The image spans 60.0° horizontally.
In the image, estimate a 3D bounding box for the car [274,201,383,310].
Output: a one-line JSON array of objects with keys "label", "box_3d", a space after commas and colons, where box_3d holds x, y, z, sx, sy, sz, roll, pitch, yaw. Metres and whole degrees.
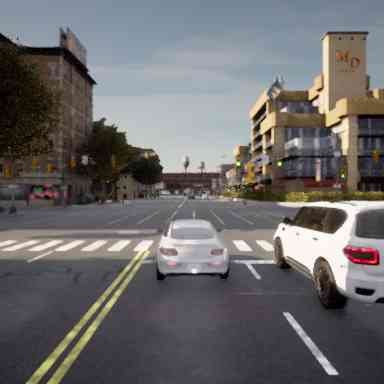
[{"label": "car", "box_3d": [3.583, 1.212, 7.914, 2.150, 2.045, 5.566, 0, 0, 0]}]

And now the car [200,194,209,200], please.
[{"label": "car", "box_3d": [3.426, 1.442, 89.985, 1.812, 1.442, 4.674, 0, 0, 0]}]

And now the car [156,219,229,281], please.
[{"label": "car", "box_3d": [-0.051, 1.518, 9.779, 1.812, 1.442, 4.674, 0, 0, -3]}]

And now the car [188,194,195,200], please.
[{"label": "car", "box_3d": [-0.075, 1.427, 90.741, 1.837, 1.490, 4.892, 0, 0, 0]}]
